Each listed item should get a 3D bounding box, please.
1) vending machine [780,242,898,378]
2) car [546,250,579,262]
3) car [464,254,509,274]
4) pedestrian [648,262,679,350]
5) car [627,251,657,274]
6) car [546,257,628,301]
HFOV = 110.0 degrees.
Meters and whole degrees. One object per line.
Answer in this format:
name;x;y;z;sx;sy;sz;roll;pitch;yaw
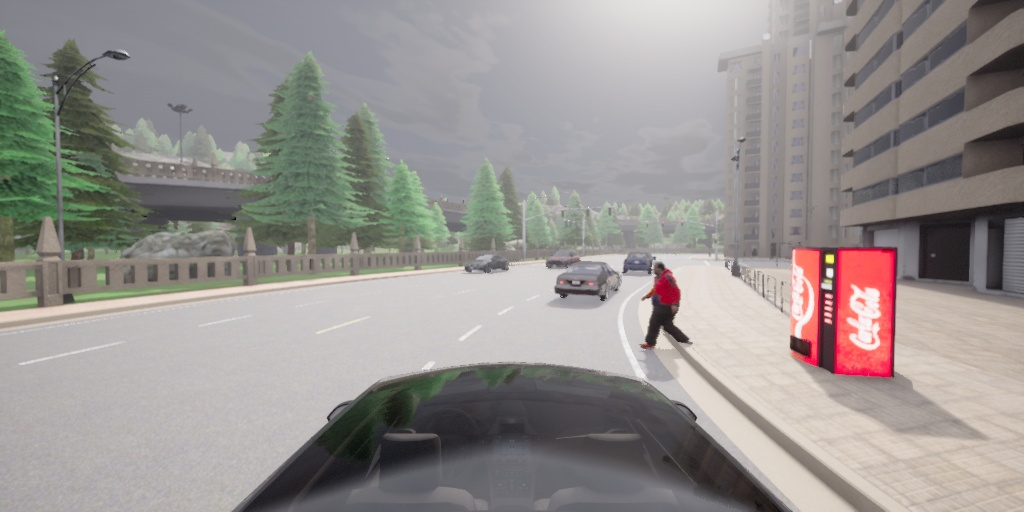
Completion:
vending machine;5.237;0.844;5.796;1.100;2.100;0.880;0;0;10
car;4.817;0.270;33.456;2.097;1.767;4.553;1;2;28
car;-1.871;0.570;28.406;1.812;1.442;4.674;1;2;28
pedestrian;2.948;0.908;6.980;0.375;1.860;0.375;0;2;11
car;10.197;0.413;28.346;2.097;1.767;4.553;1;2;28
car;3.359;0.946;15.161;2.033;1.411;5.357;1;2;25
